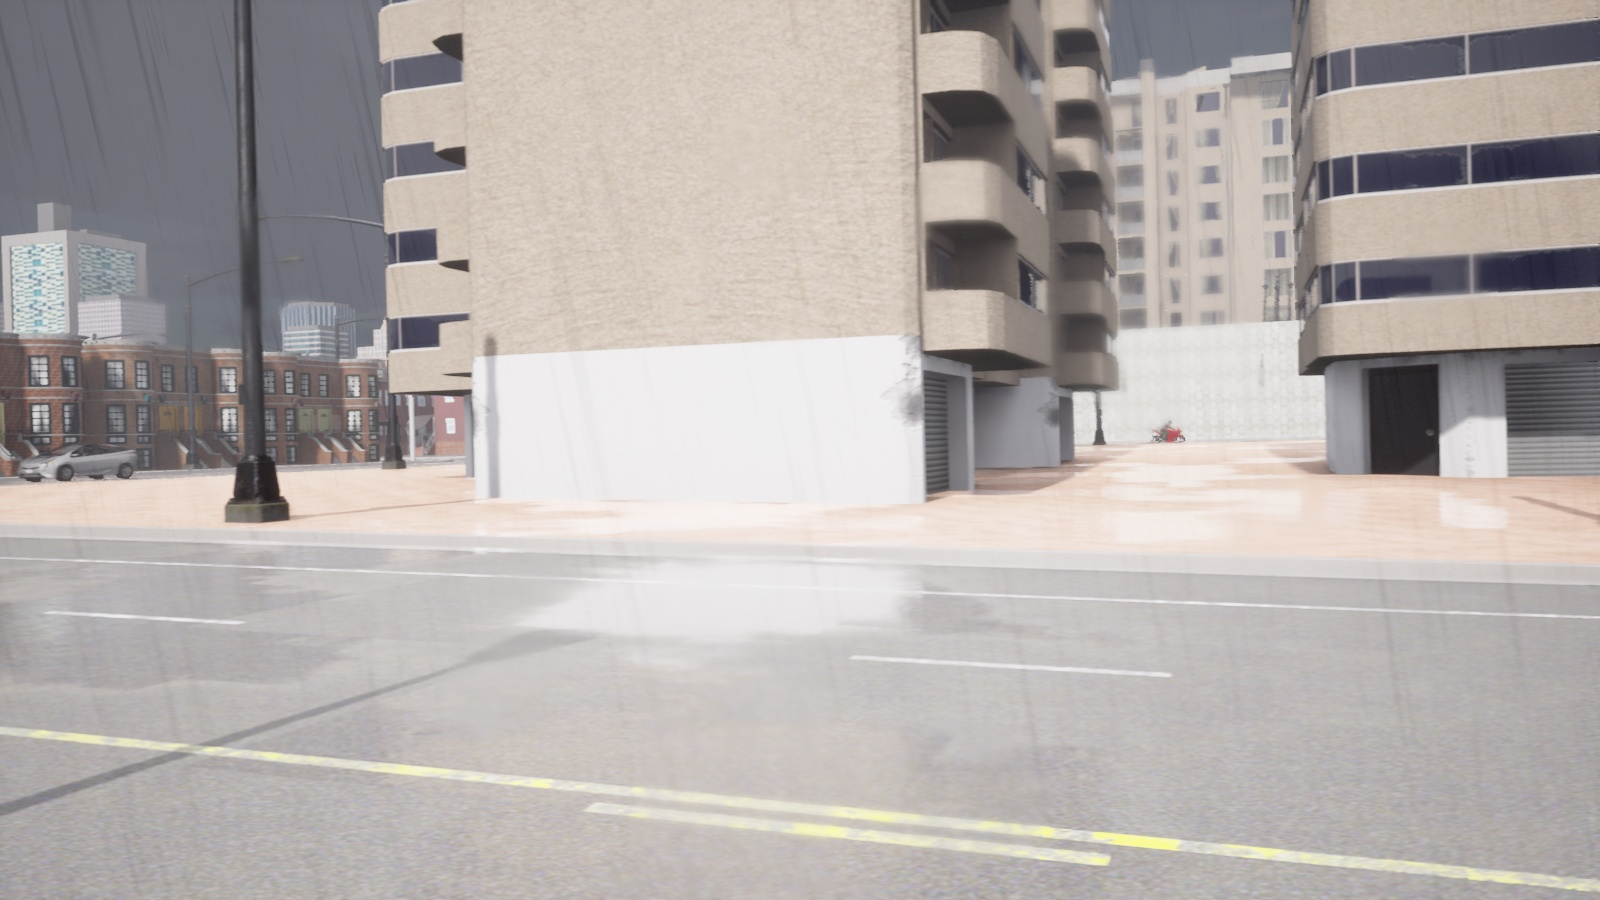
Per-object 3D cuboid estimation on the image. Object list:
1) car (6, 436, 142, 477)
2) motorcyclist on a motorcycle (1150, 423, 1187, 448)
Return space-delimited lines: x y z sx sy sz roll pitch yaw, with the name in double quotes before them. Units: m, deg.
"car" -29.244 0.236 50.759 2.007 1.525 4.514 -1 1 20
"motorcyclist on a motorcycle" 22.433 -0.886 76.432 2.044 1.523 0.797 -1 1 20
